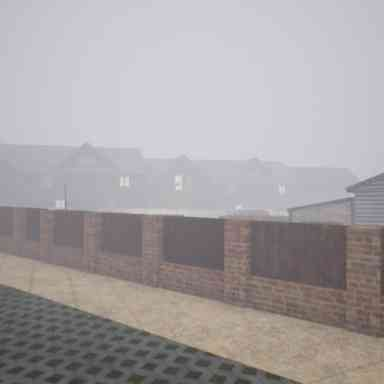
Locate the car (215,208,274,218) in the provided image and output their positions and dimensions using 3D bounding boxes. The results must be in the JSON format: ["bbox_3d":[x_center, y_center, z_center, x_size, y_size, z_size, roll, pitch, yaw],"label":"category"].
[{"bbox_3d":[4.441,2.389,28.177,5.566,2.045,2.150,2,-2,-22],"label":"car"}]
